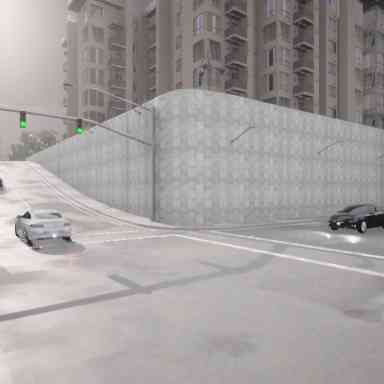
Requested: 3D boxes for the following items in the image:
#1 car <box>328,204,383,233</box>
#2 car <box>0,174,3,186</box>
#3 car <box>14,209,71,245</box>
[{"bbox_3d":[10.069,1.505,19.787,4.892,1.490,1.837,0,0,-36],"label":"car"},{"bbox_3d":[-21.912,-1.549,36.290,1.994,1.385,4.181,0,12,-36],"label":"car"},{"bbox_3d":[-7.055,1.509,15.635,1.812,1.442,4.674,0,1,-36],"label":"car"}]
